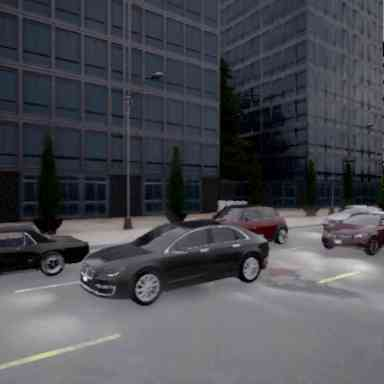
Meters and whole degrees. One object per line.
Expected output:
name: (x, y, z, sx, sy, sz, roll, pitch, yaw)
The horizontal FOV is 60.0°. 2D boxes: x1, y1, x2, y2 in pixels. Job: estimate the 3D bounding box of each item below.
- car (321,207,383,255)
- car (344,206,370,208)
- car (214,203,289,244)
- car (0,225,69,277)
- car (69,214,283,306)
car: (7.172, 1.528, 13.382, 4.674, 1.442, 1.812, 0, 0, -35)
car: (9.576, 1.529, 19.371, 4.674, 1.442, 1.812, 0, 0, -35)
car: (1.933, 1.353, 13.958, 4.553, 1.767, 2.097, 0, 0, -35)
car: (-5.311, 1.601, 8.796, 4.718, 1.301, 1.895, 0, 0, -35)
car: (-0.182, 1.506, 8.149, 4.892, 1.490, 1.837, 0, 0, -35)
